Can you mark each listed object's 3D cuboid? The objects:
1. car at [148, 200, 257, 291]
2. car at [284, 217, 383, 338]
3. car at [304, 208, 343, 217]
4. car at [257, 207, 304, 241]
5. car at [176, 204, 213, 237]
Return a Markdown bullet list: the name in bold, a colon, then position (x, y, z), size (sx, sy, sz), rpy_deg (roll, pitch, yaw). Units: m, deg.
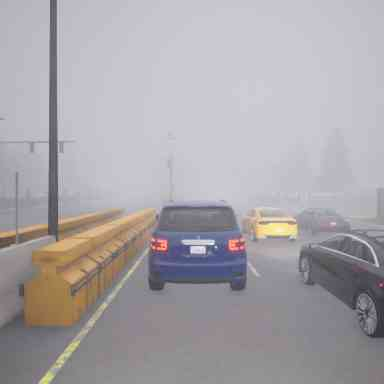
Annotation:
- **car**: position (0.125, 1.222, 9.177), size (2.150, 2.045, 5.566), rpy_deg (0, 0, 0)
- **car**: position (3.614, 1.492, 6.569), size (2.128, 1.511, 4.902), rpy_deg (0, 0, 0)
- **car**: position (7.151, 1.564, 18.802), size (1.994, 1.385, 4.181), rpy_deg (0, 0, 0)
- **car**: position (3.643, 1.478, 16.411), size (1.882, 1.535, 5.008), rpy_deg (0, 0, 0)
- **car**: position (0.151, 1.505, 19.026), size (1.837, 1.490, 4.892), rpy_deg (0, 0, 0)
